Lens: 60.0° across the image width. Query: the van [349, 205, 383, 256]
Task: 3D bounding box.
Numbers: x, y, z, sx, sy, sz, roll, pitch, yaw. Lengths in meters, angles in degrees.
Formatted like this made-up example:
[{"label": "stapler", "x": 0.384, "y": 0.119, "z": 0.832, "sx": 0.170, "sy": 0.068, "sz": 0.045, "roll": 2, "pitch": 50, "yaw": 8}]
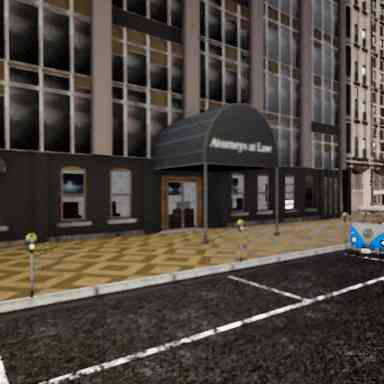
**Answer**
[{"label": "van", "x": 7.181, "y": 1.338, "z": 11.705, "sx": 3.998, "sy": 1.788, "sz": 1.690, "roll": 0, "pitch": 0, "yaw": -36}]
